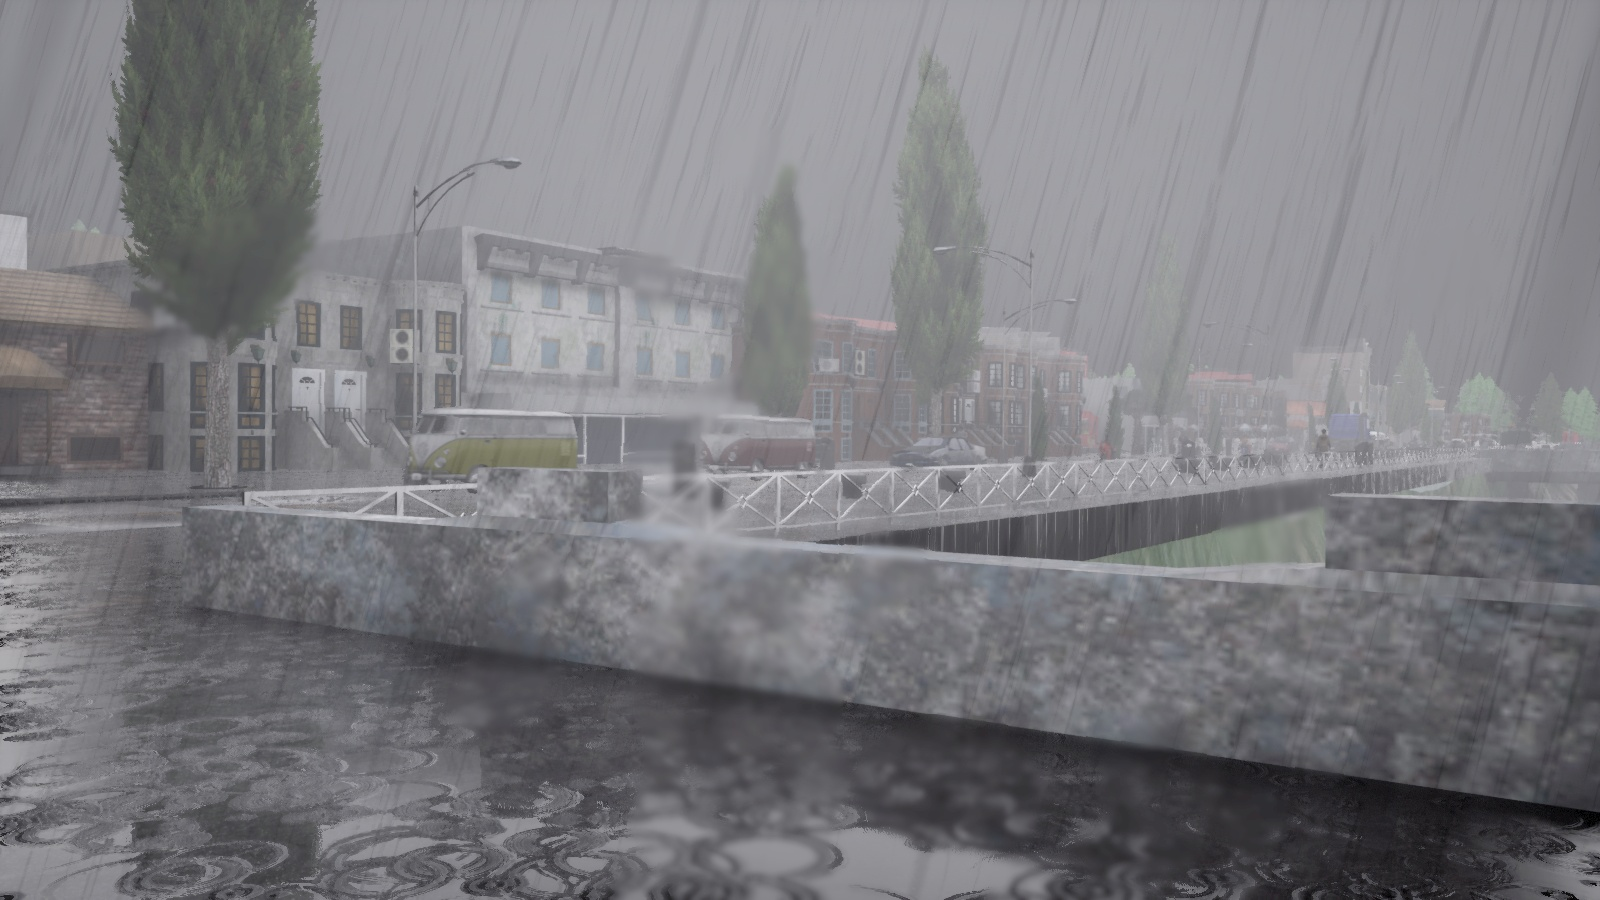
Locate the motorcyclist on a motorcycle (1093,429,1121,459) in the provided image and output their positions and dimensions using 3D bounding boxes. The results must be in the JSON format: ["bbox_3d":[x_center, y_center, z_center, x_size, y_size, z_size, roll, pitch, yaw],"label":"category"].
[{"bbox_3d":[16.027,-0.326,65.546,0.797,1.523,2.044,0,1,34],"label":"motorcyclist on a motorcycle"}]

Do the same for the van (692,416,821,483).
[{"bbox_3d":[-1.289,-0.043,39.446,1.775,1.987,4.442,0,1,34],"label":"van"}]

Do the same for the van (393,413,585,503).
[{"bbox_3d":[-7.382,0.137,30.262,1.775,1.987,4.442,0,1,34],"label":"van"}]

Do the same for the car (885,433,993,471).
[{"bbox_3d":[5.600,0.048,49.830,2.033,1.411,5.357,0,1,34],"label":"car"}]

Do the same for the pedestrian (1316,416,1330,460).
[{"bbox_3d":[23.266,-0.532,55.862,0.396,1.930,0.692,0,1,37],"label":"pedestrian"}]
